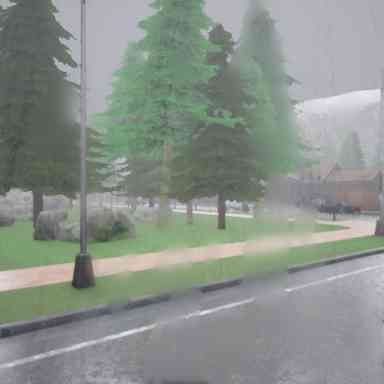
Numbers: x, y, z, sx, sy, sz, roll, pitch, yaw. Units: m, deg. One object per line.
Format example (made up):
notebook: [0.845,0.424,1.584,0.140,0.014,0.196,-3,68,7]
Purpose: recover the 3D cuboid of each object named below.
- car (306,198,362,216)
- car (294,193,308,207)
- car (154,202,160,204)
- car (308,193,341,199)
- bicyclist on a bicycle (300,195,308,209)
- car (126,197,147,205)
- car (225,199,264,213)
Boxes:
car: [13.737,1.560,32.293,1.895,1.301,4.718,0,0,-38]
car: [15.555,1.127,44.501,3.866,1.878,1.905,0,0,-37]
car: [-5.250,1.452,56.895,2.128,1.511,4.902,0,0,-41]
car: [17.374,1.124,42.723,4.605,1.855,1.932,0,0,-37]
bicyclist on a bicycle: [13.214,1.236,39.182,1.656,1.620,0.582,0,0,-37]
car: [-9.295,1.314,56.192,2.097,1.767,4.553,0,0,-41]
car: [5.420,1.183,37.111,2.150,2.045,5.566,0,0,-37]
